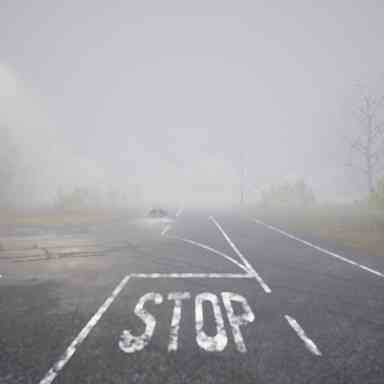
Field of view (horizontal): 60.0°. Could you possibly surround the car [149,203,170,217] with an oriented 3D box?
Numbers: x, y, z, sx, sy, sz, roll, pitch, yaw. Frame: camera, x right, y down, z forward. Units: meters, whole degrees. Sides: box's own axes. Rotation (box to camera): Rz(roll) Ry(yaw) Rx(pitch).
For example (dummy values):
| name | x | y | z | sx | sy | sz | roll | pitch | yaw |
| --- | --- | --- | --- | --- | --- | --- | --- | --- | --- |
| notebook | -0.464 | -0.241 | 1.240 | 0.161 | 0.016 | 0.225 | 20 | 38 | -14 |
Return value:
| name | x | y | z | sx | sy | sz | roll | pitch | yaw |
| --- | --- | --- | --- | --- | --- | --- | --- | --- | --- |
| car | -3.339 | 1.815 | 34.572 | 1.895 | 1.301 | 4.718 | 0 | 0 | 0 |
